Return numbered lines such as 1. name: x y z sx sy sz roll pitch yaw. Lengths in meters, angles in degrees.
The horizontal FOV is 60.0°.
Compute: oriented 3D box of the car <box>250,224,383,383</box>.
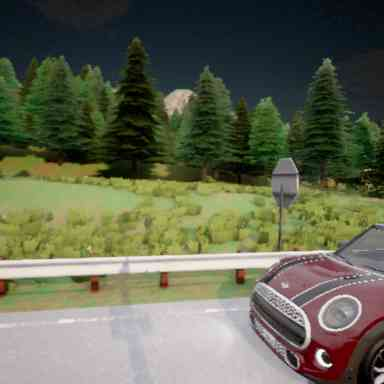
1. car: 3.148 1.241 4.636 4.553 1.767 2.097 1 2 -14
